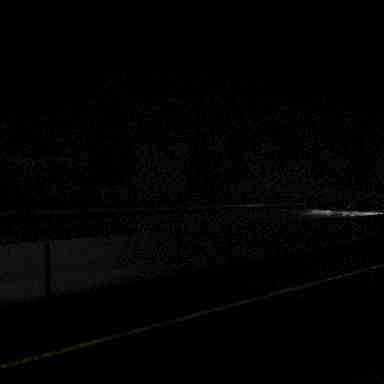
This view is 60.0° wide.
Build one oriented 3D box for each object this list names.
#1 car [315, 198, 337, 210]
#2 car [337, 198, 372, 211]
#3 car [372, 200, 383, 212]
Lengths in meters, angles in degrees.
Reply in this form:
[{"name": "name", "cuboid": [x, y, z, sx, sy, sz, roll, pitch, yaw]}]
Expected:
[{"name": "car", "cuboid": [17.780, 1.456, 42.448, 5.008, 1.535, 1.882, 0, 0, -35]}, {"name": "car", "cuboid": [20.071, 1.471, 39.780, 4.902, 1.511, 2.128, 0, 0, -35]}, {"name": "car", "cuboid": [22.955, 1.469, 37.533, 4.902, 1.511, 2.128, 0, 0, -35]}]
